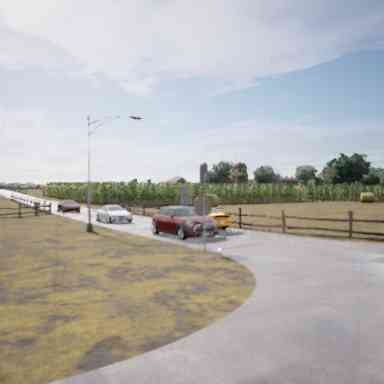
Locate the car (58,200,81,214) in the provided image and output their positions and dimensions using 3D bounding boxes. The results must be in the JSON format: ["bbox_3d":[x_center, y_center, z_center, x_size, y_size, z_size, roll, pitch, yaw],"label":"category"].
[{"bbox_3d":[-15.059,1.751,40.681,1.882,1.535,5.008,-1,1,-33],"label":"car"}]

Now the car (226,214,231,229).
[{"bbox_3d":[0.526,1.728,22.090,1.882,1.535,5.008,-1,0,-32],"label":"car"}]

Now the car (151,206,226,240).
[{"bbox_3d":[-0.505,1.606,18.779,2.097,1.767,4.553,-1,0,-34],"label":"car"}]

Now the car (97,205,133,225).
[{"bbox_3d":[-6.588,1.841,27.931,1.812,1.442,4.674,-1,0,-34],"label":"car"}]
